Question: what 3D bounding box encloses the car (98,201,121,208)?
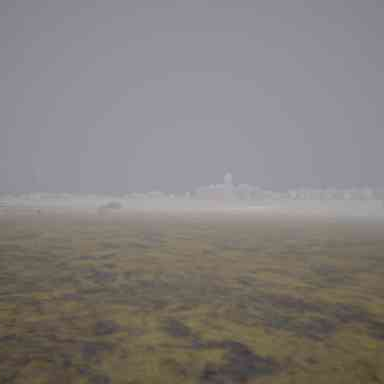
[{"bbox_3d":[-17.933,2.878,72.722,2.150,2.045,5.566,-2,-3,35],"label":"car"}]
